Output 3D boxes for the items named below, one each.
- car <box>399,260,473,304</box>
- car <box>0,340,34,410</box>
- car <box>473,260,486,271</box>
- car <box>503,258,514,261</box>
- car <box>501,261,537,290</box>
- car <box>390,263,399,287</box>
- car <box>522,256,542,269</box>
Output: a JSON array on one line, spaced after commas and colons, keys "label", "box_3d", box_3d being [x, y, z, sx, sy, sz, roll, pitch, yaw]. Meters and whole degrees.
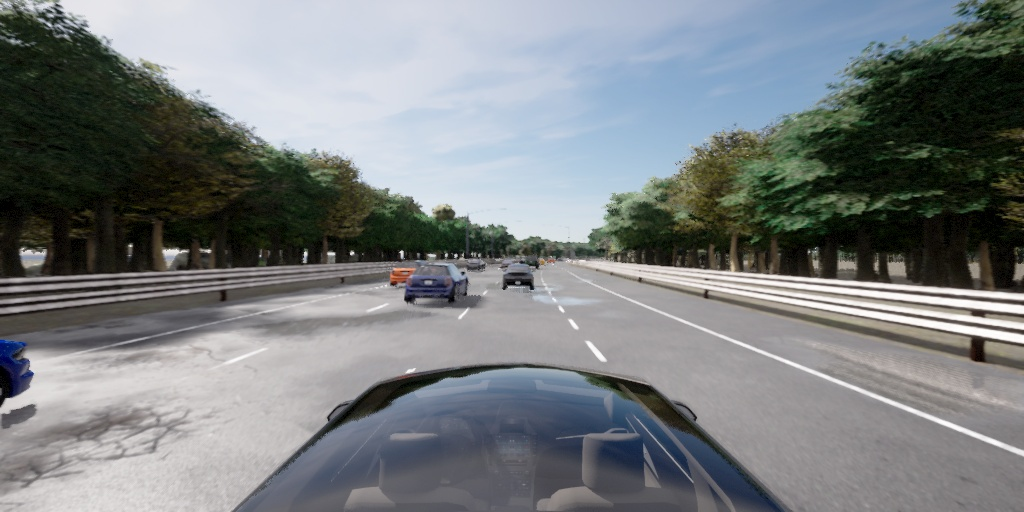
[{"label": "car", "box_3d": [-3.287, 1.091, 16.530, 2.097, 1.767, 4.553, 0, 0, 2]}, {"label": "car", "box_3d": [-6.989, 1.194, 2.383, 1.882, 1.535, 5.008, 0, 0, 0]}, {"label": "car", "box_3d": [-4.783, 1.243, 48.287, 2.128, 1.511, 4.902, 0, 0, 6]}, {"label": "car", "box_3d": [-0.530, 1.324, 55.453, 2.033, 1.411, 5.357, 0, 0, 6]}, {"label": "car", "box_3d": [0.447, 1.268, 22.812, 1.837, 1.490, 4.892, 0, 0, 2]}, {"label": "car", "box_3d": [-6.494, 1.079, 24.287, 2.097, 1.767, 4.553, 0, 0, 3]}, {"label": "car", "box_3d": [3.250, 1.019, 57.732, 2.150, 2.045, 5.566, 0, 0, 7]}]
